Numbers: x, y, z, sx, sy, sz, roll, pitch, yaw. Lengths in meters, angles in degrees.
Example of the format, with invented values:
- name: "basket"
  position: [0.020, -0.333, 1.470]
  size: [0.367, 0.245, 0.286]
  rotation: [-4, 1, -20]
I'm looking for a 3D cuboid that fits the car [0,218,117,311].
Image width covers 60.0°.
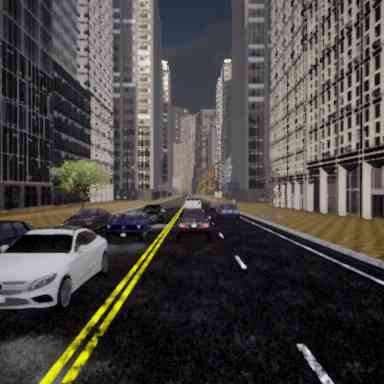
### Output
- name: "car"
  position: [-3.327, 1.595, 8.035]
  size: [1.812, 1.442, 4.674]
  rotation: [0, 0, 0]

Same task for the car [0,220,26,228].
- name: "car"
  position: [-6.563, 1.640, 10.828]
  size: [2.033, 1.411, 5.357]
  rotation: [0, 0, 0]

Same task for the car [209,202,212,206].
- name: "car"
  position: [3.332, 1.995, 46.805]
  size: [1.895, 1.301, 4.718]
  rotation: [0, 0, 0]

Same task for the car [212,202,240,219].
- name: "car"
  position: [3.347, 1.820, 31.888]
  size: [2.033, 1.411, 5.357]
  rotation: [0, 0, -1]

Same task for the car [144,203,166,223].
- name: "car"
  position: [-3.257, 1.745, 28.090]
  size: [1.837, 1.490, 4.892]
  rotation: [0, 0, 0]

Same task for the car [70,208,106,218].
- name: "car"
  position: [-6.506, 1.731, 21.498]
  size: [2.033, 1.411, 5.357]
  rotation: [0, 0, 0]

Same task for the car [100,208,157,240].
- name: "car"
  position: [-3.254, 1.756, 18.010]
  size: [1.895, 1.301, 4.718]
  rotation: [0, 0, 0]

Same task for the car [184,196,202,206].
- name: "car"
  position: [0.083, 1.594, 44.294]
  size: [2.150, 2.045, 5.566]
  rotation: [0, -1, 0]

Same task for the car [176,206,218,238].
- name: "car"
  position: [0.093, 1.707, 18.547]
  size: [2.033, 1.411, 5.357]
  rotation: [0, 0, 0]
